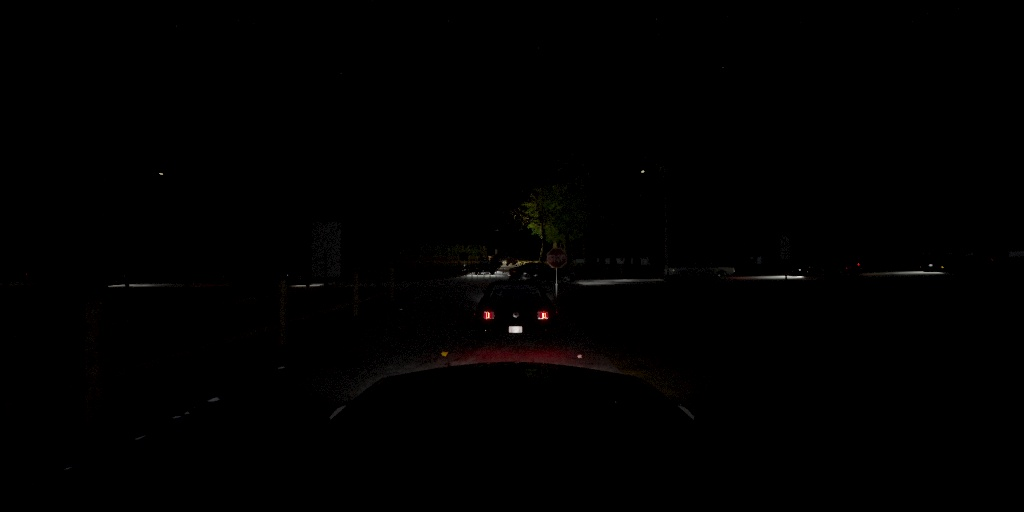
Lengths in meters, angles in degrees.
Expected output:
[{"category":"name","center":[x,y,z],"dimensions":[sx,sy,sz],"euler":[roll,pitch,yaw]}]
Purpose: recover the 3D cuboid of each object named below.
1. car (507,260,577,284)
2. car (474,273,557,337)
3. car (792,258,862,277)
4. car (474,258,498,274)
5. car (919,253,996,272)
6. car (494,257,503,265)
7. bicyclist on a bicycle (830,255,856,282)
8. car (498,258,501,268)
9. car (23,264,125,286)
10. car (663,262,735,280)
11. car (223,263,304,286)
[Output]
[{"category":"car","center":[2.089,1.174,24.485],"dimensions":[4.674,1.442,1.812],"euler":[0,-1,0]},{"category":"car","center":[0.082,1.352,10.226],"dimensions":[1.895,1.301,4.718],"euler":[0,0,0]},{"category":"car","center":[24.086,0.828,27.542],"dimensions":[4.181,1.385,1.994],"euler":[-2,-1,0]},{"category":"car","center":[-2.948,1.233,39.984],"dimensions":[1.812,1.442,4.674],"euler":[0,0,1]},{"category":"car","center":[34.174,0.472,27.598],"dimensions":[4.181,1.385,1.994],"euler":[-2,-1,-1]},{"category":"car","center":[-2.914,1.118,58.825],"dimensions":[2.033,1.411,5.357],"euler":[0,1,1]},{"category":"bicyclist on a bicycle","center":[19.856,0.746,21.541],"dimensions":[0.582,1.620,1.656],"euler":[-1,-1,0]},{"category":"car","center":[-2.925,1.255,49.032],"dimensions":[1.895,1.301,4.718],"euler":[0,0,0]},{"category":"car","center":[-29.519,1.264,24.335],"dimensions":[5.357,1.411,2.033],"euler":[1,-1,0]},{"category":"car","center":[14.196,1.121,27.496],"dimensions":[4.718,1.301,1.895],"euler":[-1,-1,0]},{"category":"car","center":[-16.811,1.256,24.396],"dimensions":[4.892,1.490,1.837],"euler":[0,-1,0]}]
